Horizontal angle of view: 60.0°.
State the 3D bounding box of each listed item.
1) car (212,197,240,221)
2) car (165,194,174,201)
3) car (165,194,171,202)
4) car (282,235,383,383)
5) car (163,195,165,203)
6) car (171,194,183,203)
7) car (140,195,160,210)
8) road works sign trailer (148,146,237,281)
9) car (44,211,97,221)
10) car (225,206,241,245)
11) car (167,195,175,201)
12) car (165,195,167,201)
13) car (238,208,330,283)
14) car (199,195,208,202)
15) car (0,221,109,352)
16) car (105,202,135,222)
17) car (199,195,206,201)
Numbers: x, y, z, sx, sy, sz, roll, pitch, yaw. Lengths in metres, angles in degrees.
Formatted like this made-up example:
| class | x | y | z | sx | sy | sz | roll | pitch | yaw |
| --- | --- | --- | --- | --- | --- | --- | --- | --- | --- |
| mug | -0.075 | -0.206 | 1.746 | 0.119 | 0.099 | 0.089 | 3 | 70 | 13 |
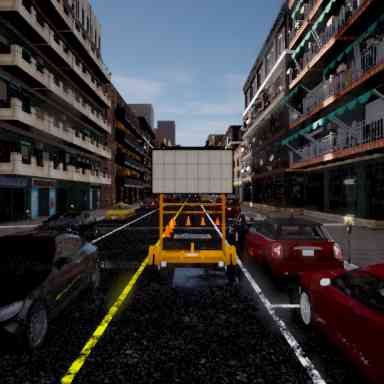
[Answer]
| class | x | y | z | sx | sy | sz | roll | pitch | yaw |
| --- | --- | --- | --- | --- | --- | --- | --- | --- | --- |
| car | 2.724 | 1.320 | 26.587 | 2.192 | 1.841 | 5.009 | 0 | 0 | 0 |
| car | -5.594 | 1.439 | 82.964 | 1.967 | 1.590 | 4.097 | 0 | 0 | 0 |
| car | -5.599 | 1.315 | 77.328 | 2.192 | 1.841 | 5.009 | 0 | 0 | 0 |
| car | 2.698 | 1.546 | 4.041 | 1.887 | 1.381 | 4.507 | 0 | 0 | 0 |
| car | -5.631 | 1.319 | 49.146 | 2.192 | 1.841 | 5.009 | 0 | 0 | 0 |
| car | -2.919 | 1.506 | 70.918 | 1.837 | 1.490 | 4.892 | 0 | 0 | 0 |
| car | -5.639 | 1.445 | 43.510 | 1.967 | 1.590 | 4.097 | 0 | 0 | 0 |
| road works sign trailer | 0.013 | 0.467 | 9.814 | 2.380 | 3.560 | 2.880 | 0 | 0 | 0 |
| car | -5.671 | 1.570 | 15.326 | 1.947 | 1.339 | 4.313 | 0 | 0 | 0 |
| car | 2.711 | 1.555 | 15.314 | 2.008 | 1.369 | 4.403 | 0 | 0 | 0 |
| car | -5.588 | 1.542 | 88.601 | 1.887 | 1.381 | 4.507 | 0 | 0 | 0 |
| car | -5.627 | 1.586 | 54.783 | 1.802 | 1.307 | 4.206 | 0 | 0 | 0 |
| car | 2.704 | 1.443 | 9.678 | 1.967 | 1.590 | 4.097 | 0 | 0 | 0 |
| car | 2.780 | 1.525 | 77.485 | 1.752 | 1.417 | 4.829 | 0 | 0 | 0 |
| car | -3.092 | 1.527 | 6.302 | 1.812 | 1.442 | 4.674 | 0 | 0 | 0 |
| car | -5.658 | 1.530 | 26.430 | 1.752 | 1.417 | 4.829 | 0 | 0 | 0 |
| car | 2.793 | 1.542 | 88.587 | 1.887 | 1.381 | 4.507 | 0 | 0 | 0 |
